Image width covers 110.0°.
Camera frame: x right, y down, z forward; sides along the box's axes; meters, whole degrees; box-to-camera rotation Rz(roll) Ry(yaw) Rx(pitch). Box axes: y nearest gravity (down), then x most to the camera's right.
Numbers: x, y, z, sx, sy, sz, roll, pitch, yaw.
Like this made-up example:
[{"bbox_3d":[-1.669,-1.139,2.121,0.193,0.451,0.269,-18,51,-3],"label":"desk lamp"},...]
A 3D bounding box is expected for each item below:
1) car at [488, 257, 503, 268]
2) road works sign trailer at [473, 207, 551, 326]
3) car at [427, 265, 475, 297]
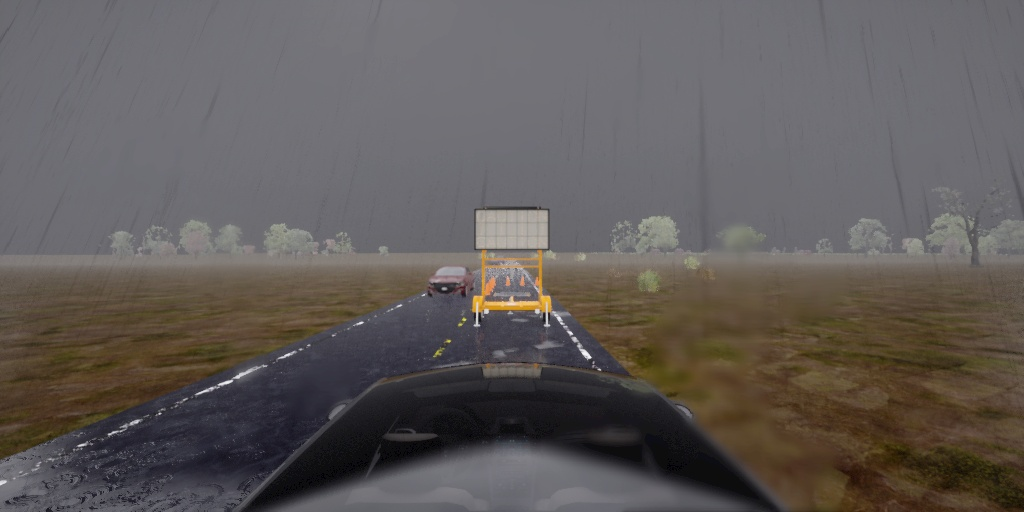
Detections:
[{"bbox_3d":[-3.070,1.297,61.380,2.033,1.411,5.357,0,0,0],"label":"car"},{"bbox_3d":[-0.001,0.214,11.611,2.380,3.560,2.880,0,0,0],"label":"road works sign trailer"},{"bbox_3d":[-3.099,1.227,18.930,1.882,1.535,5.008,0,0,0],"label":"car"}]
